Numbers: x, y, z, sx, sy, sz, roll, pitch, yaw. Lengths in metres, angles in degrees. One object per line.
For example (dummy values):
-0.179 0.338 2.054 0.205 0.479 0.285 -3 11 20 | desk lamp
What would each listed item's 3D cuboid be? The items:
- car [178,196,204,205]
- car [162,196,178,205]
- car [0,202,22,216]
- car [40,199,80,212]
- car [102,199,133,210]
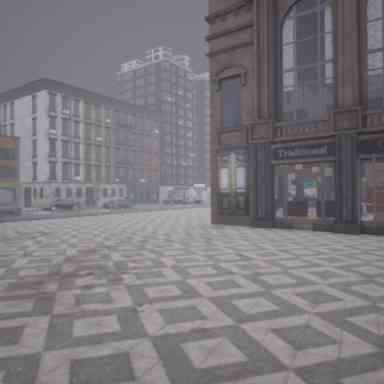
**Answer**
0.134 1.423 58.506 2.097 1.767 4.553 -1 0 36 | car
-3.284 1.561 59.333 1.882 1.535 5.008 -1 -1 36 | car
-18.826 1.671 32.180 1.994 1.385 4.181 -1 0 36 | car
-16.292 1.633 41.306 1.837 1.490 4.892 -1 0 36 | car
-9.976 1.641 44.539 1.994 1.385 4.181 -1 0 35 | car
